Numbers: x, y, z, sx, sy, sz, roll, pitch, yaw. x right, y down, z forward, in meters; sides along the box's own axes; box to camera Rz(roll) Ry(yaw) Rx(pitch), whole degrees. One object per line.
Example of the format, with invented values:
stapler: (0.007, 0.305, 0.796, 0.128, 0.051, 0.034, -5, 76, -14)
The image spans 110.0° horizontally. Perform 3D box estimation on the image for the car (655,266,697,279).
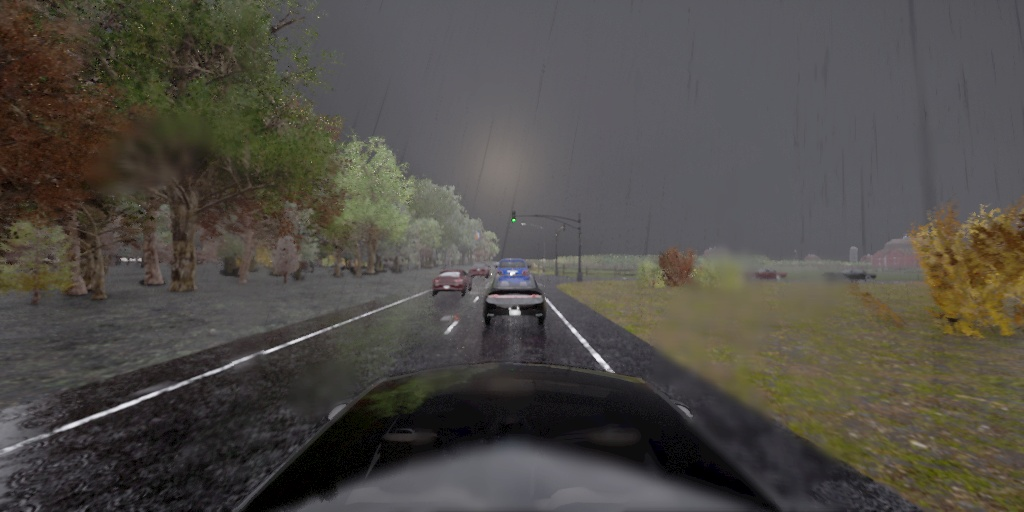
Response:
car: (19.271, 1.946, 42.208, 4.892, 1.490, 1.837, 1, -2, 0)

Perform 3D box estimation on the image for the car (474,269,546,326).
car: (0.073, 1.354, 12.207, 2.128, 1.511, 4.902, 0, -1, 0)

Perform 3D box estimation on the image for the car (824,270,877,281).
car: (39.662, 2.263, 42.160, 4.718, 1.301, 1.895, 1, -2, 0)

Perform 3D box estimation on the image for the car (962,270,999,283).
car: (51.243, 2.215, 38.517, 4.674, 1.442, 1.812, 1, -2, 1)

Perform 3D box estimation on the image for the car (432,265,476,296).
car: (-3.448, 1.484, 21.175, 1.812, 1.442, 4.674, 0, -1, 0)

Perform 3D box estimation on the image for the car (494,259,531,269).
car: (0.106, 1.215, 24.344, 2.150, 2.045, 5.566, 0, 0, 2)

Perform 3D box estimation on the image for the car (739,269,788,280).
car: (29.455, 2.153, 42.185, 4.718, 1.301, 1.895, 1, -2, 0)

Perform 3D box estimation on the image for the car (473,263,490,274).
car: (-3.508, 1.508, 39.826, 2.097, 1.767, 4.553, 0, -1, 0)
